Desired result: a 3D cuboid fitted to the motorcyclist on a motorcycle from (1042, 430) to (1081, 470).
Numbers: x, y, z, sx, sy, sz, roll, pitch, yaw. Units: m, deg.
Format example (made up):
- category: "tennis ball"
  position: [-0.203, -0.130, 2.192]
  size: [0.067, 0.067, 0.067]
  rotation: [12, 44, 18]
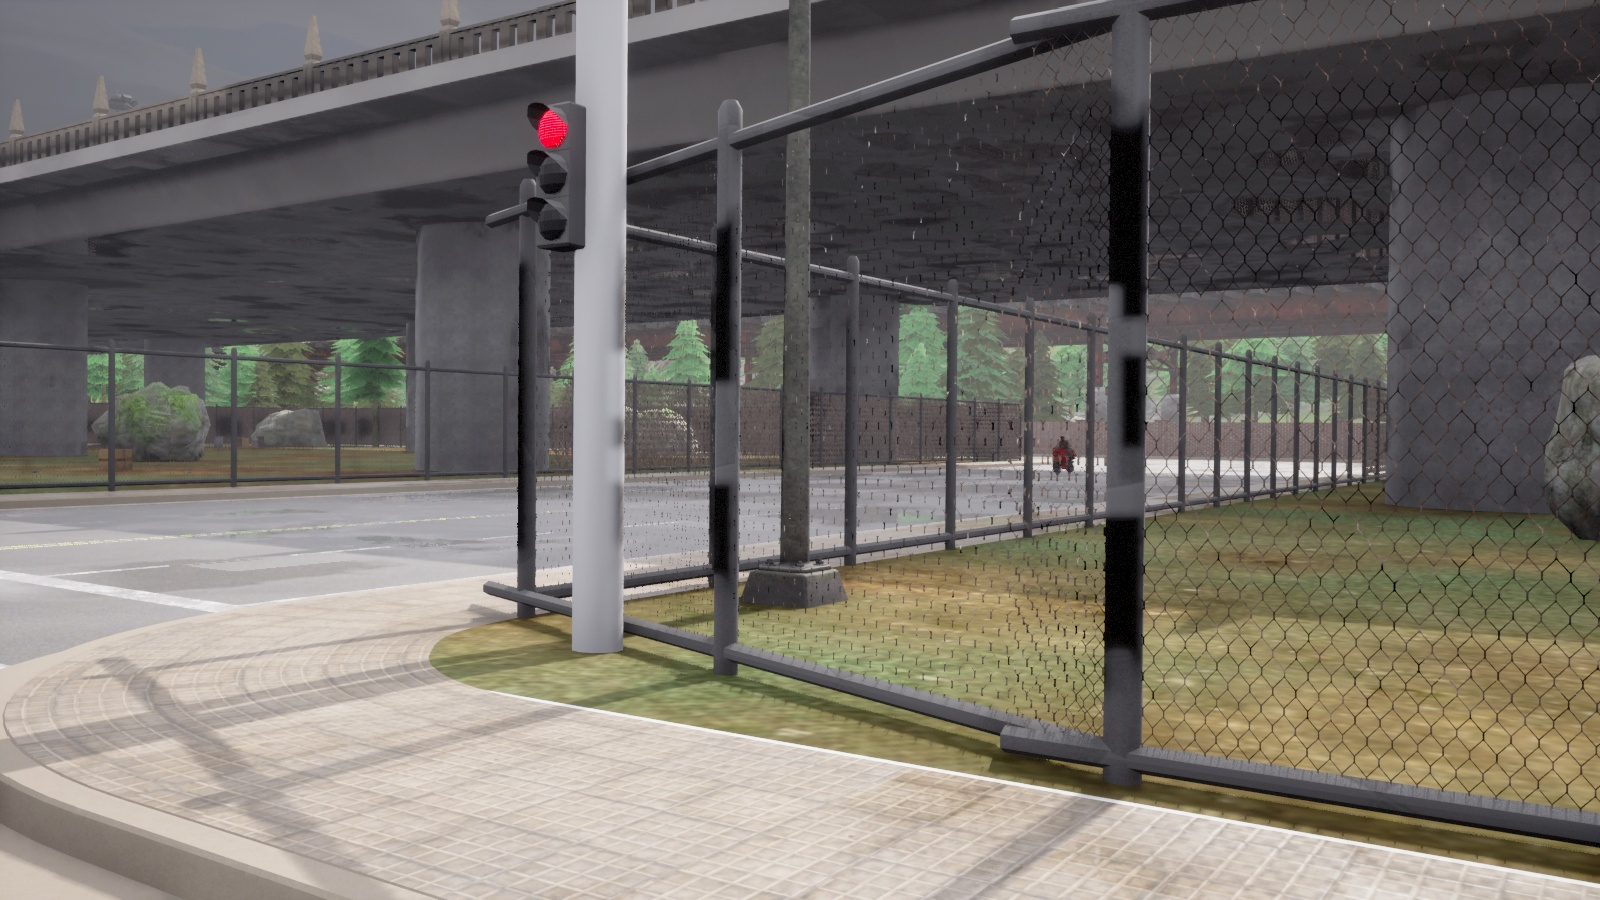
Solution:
- category: "motorcyclist on a motorcycle"
  position: [10.356, -0.002, 49.605]
  size: [0.797, 1.523, 2.044]
  rotation: [0, 1, 33]
